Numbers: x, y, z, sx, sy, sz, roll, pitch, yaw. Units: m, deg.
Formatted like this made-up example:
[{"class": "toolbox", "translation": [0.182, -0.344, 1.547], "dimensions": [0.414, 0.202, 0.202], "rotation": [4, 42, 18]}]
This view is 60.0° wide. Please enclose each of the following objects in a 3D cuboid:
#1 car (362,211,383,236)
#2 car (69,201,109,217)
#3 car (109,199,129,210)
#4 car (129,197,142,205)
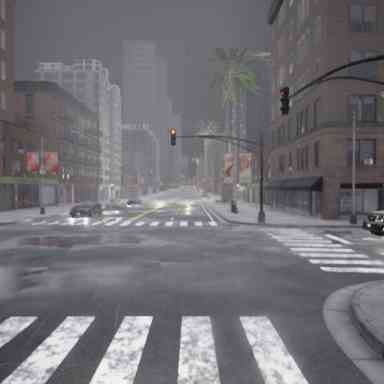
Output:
[{"class": "car", "translation": [11.567, 1.321, 16.508], "dimensions": [5.566, 2.045, 2.150], "rotation": [0, 1, 0]}, {"class": "car", "translation": [-9.849, 1.539, 31.586], "dimensions": [2.033, 1.411, 5.357], "rotation": [0, 0, 0]}, {"class": "car", "translation": [-9.849, 1.587, 42.666], "dimensions": [1.895, 1.301, 4.718], "rotation": [0, 0, 0]}, {"class": "car", "translation": [-9.823, 1.531, 57.004], "dimensions": [1.994, 1.385, 4.181], "rotation": [0, 0, 0]}]
